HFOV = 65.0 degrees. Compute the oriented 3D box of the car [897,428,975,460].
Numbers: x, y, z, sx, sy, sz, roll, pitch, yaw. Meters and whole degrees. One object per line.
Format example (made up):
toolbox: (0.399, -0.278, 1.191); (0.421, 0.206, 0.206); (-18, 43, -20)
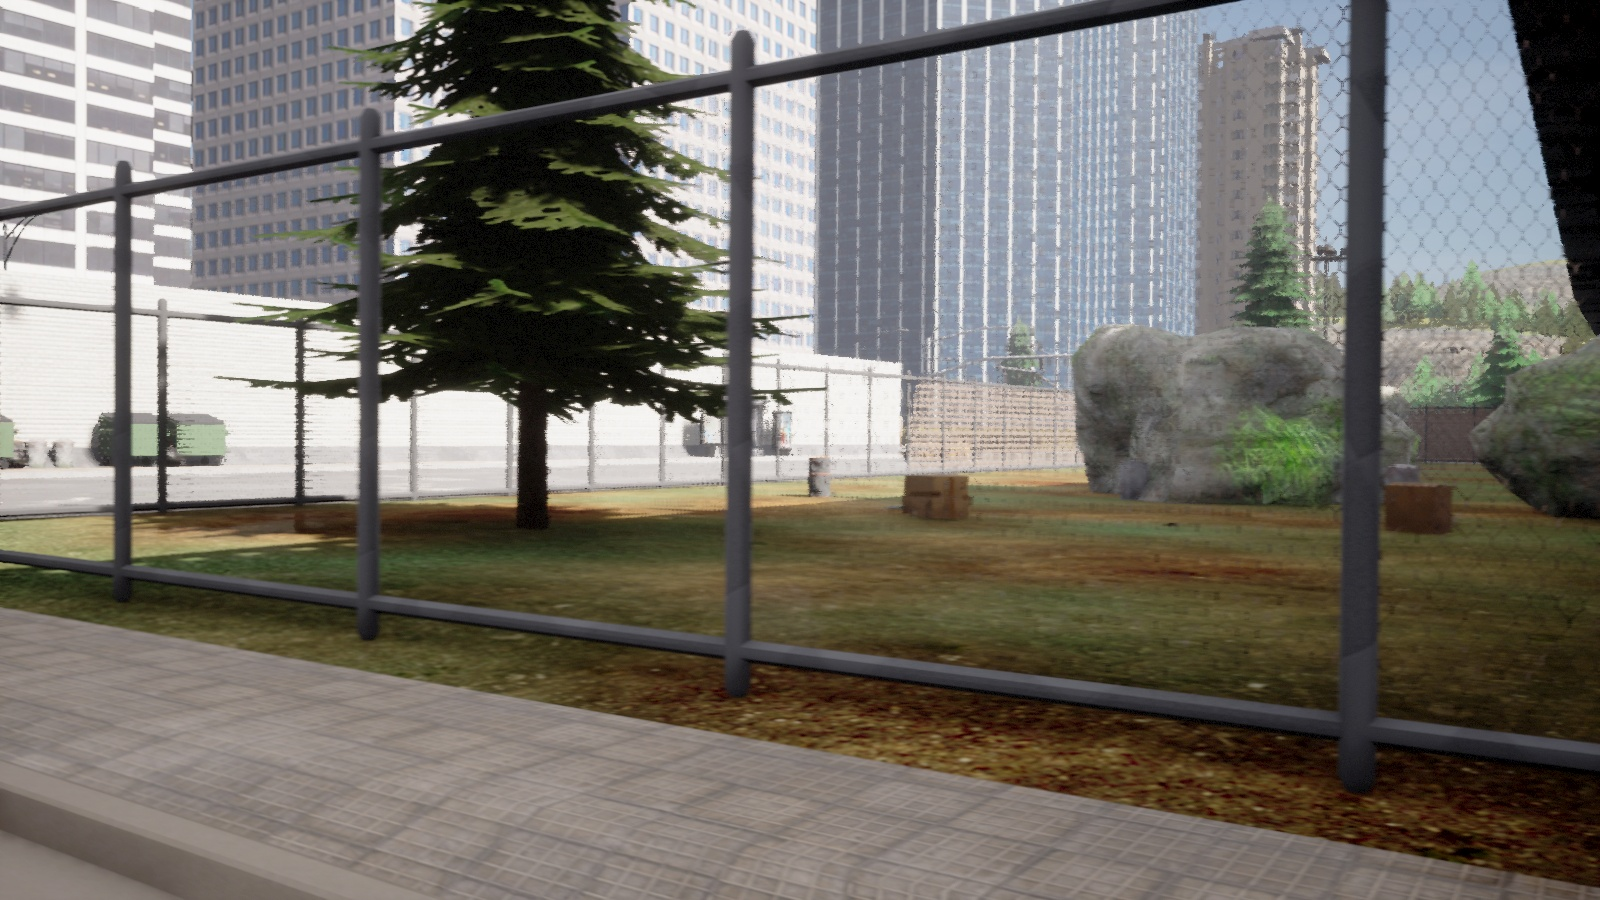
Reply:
car: (7.188, -0.347, 65.735); (1.801, 1.575, 5.366); (0, 1, 33)
